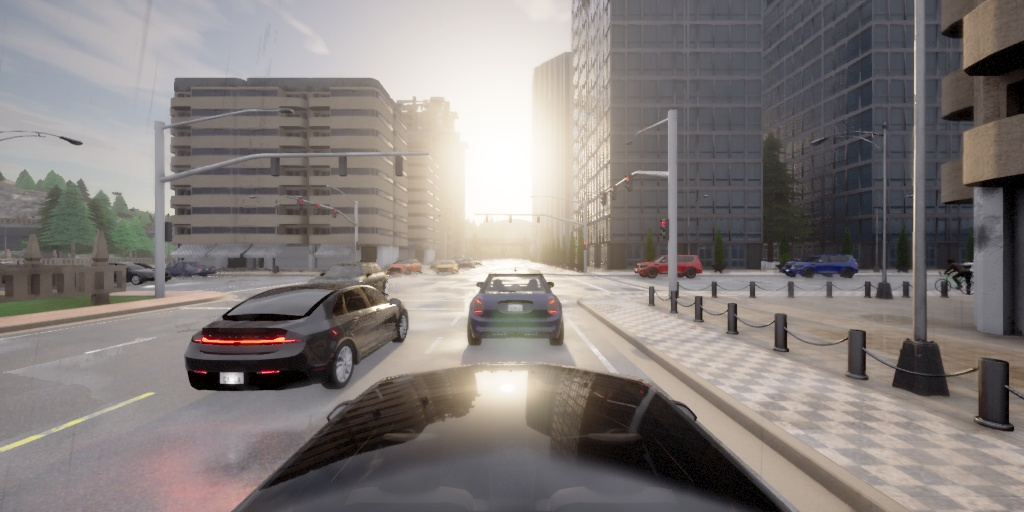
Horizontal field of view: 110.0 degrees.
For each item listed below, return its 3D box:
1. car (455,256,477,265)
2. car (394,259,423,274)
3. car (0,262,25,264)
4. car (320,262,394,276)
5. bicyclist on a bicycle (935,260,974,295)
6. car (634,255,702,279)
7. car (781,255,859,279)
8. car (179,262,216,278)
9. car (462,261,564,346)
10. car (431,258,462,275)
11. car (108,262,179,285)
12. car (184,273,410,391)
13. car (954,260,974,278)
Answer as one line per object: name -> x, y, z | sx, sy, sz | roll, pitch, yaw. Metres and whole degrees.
car -> -7.028, 1.101, 55.820 | 2.097, 1.767, 4.553 | 0, 0, 0
car -> -11.286, 1.097, 38.085 | 2.097, 1.767, 4.553 | 0, 0, 10
car -> -36.408, 1.199, 26.247 | 4.892, 1.490, 1.837 | 0, 0, 15
car -> -7.087, 1.094, 15.750 | 2.097, 1.767, 4.553 | 0, 0, 0
bicyclist on a bicycle -> 21.018, 0.996, 17.004 | 0.582, 1.620, 1.656 | 0, 0, 0
car -> 13.707, 0.917, 31.536 | 5.566, 2.045, 2.150 | 0, 0, 0
car -> 26.947, 0.915, 31.445 | 5.566, 2.045, 2.150 | 0, 0, 1
car -> -29.505, 1.242, 32.088 | 5.357, 1.411, 2.033 | 0, 0, 7
car -> 0.090, 1.102, 9.603 | 2.097, 1.767, 4.553 | 0, 0, 0
car -> -7.058, 1.222, 39.271 | 1.882, 1.535, 5.008 | 0, 0, 0
car -> -26.505, 1.199, 24.902 | 4.892, 1.490, 1.837 | 0, 0, 4
car -> -3.427, 1.255, 6.831 | 1.837, 1.490, 4.892 | 0, 0, 0
car -> 42.447, 0.912, 31.285 | 5.566, 2.045, 2.150 | -1, 0, 4
